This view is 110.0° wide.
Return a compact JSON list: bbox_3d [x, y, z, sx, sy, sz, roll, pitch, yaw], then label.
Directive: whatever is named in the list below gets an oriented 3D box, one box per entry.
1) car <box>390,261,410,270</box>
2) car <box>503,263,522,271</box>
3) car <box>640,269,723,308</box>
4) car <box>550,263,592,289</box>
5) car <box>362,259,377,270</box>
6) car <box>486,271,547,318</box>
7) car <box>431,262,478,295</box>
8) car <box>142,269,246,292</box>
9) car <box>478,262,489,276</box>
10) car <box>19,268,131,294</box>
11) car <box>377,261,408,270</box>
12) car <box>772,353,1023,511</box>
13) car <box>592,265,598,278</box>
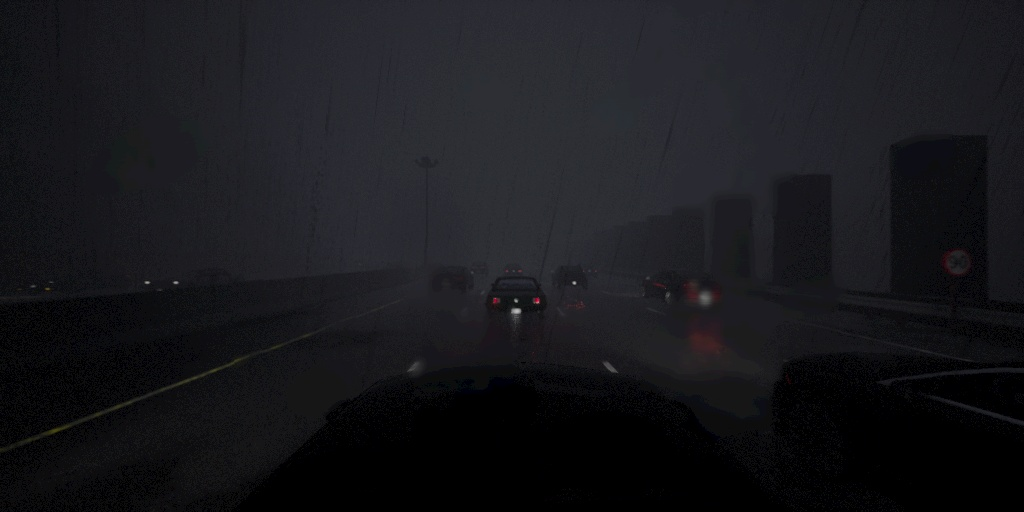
[{"bbox_3d":[-18.841,1.522,60.530,2.033,1.411,5.357,0,0,-5],"label":"car"},{"bbox_3d":[0.089,1.431,35.547,2.033,1.411,5.357,0,0,-1],"label":"car"},{"bbox_3d":[7.170,1.313,15.684,1.837,1.490,4.892,0,0,0],"label":"car"},{"bbox_3d":[3.701,1.344,23.682,1.837,1.490,4.892,0,0,0],"label":"car"},{"bbox_3d":[-22.127,1.563,57.870,1.895,1.301,4.718,0,0,-5],"label":"car"},{"bbox_3d":[0.153,1.396,13.138,1.895,1.301,4.718,0,0,0],"label":"car"},{"bbox_3d":[-3.305,1.300,20.566,1.882,1.535,5.008,0,0,0],"label":"car"},{"bbox_3d":[-17.510,1.416,20.062,1.895,1.301,4.718,0,0,0],"label":"car"},{"bbox_3d":[-3.492,1.385,38.794,2.128,1.511,4.902,0,0,-1],"label":"car"},{"bbox_3d":[-24.515,1.377,20.360,1.994,1.385,4.181,0,0,0],"label":"car"},{"bbox_3d":[-14.307,1.509,43.362,1.895,1.301,4.718,0,0,-2],"label":"car"},{"bbox_3d":[3.625,1.243,1.747,2.128,1.511,4.902,0,0,0],"label":"car"},{"bbox_3d":[7.089,1.433,35.533,2.033,1.411,5.357,0,0,-1],"label":"car"}]
